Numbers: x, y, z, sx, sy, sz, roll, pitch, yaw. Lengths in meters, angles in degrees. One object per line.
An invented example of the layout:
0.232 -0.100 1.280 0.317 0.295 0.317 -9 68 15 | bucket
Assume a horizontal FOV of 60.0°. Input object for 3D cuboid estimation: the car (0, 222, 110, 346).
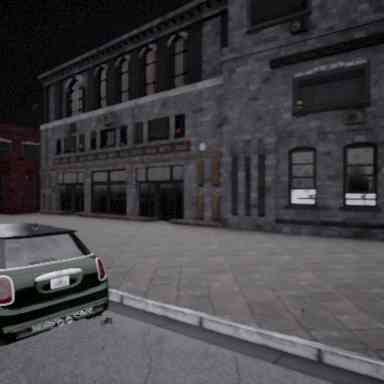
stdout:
-3.646 1.358 6.209 4.553 1.767 2.097 0 0 37 | car
